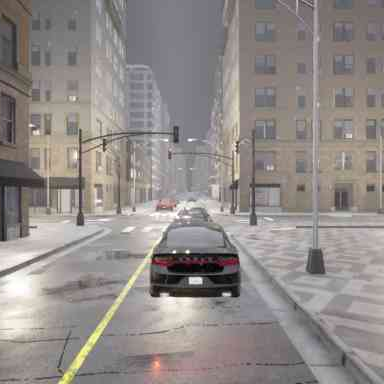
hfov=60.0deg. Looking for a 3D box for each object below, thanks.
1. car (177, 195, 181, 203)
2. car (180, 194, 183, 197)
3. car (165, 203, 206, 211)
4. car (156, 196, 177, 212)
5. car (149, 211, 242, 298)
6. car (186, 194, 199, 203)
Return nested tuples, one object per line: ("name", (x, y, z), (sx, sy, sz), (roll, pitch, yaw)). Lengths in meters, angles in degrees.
("car", (-3.139, 1.543, 49.492), (2.033, 1.411, 5.357), (0, 0, 0))
("car", (-3.155, 1.500, 59.667), (1.837, 1.490, 4.892), (0, 0, 0))
("car", (0.081, 1.546, 18.392), (2.033, 1.411, 5.357), (0, 0, 6))
("car", (-3.156, 1.474, 39.761), (1.882, 1.535, 5.008), (0, 0, -1))
("car", (0.063, 1.477, 8.582), (1.882, 1.535, 5.008), (0, 0, 0))
("car", (-0.032, 1.595, 70.801), (1.895, 1.301, 4.718), (0, 0, 0))
